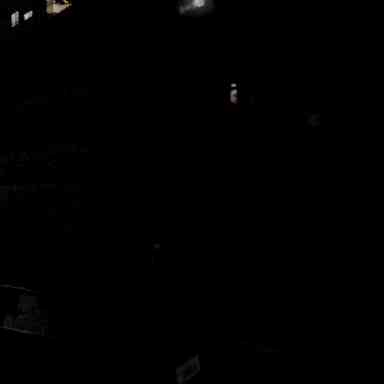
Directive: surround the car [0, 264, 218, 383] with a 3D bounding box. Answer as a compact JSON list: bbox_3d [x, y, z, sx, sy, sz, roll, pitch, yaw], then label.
[{"bbox_3d":[-1.725,1.605,4.108,4.313,1.339,1.947,-1,-1,35],"label":"car"}]
